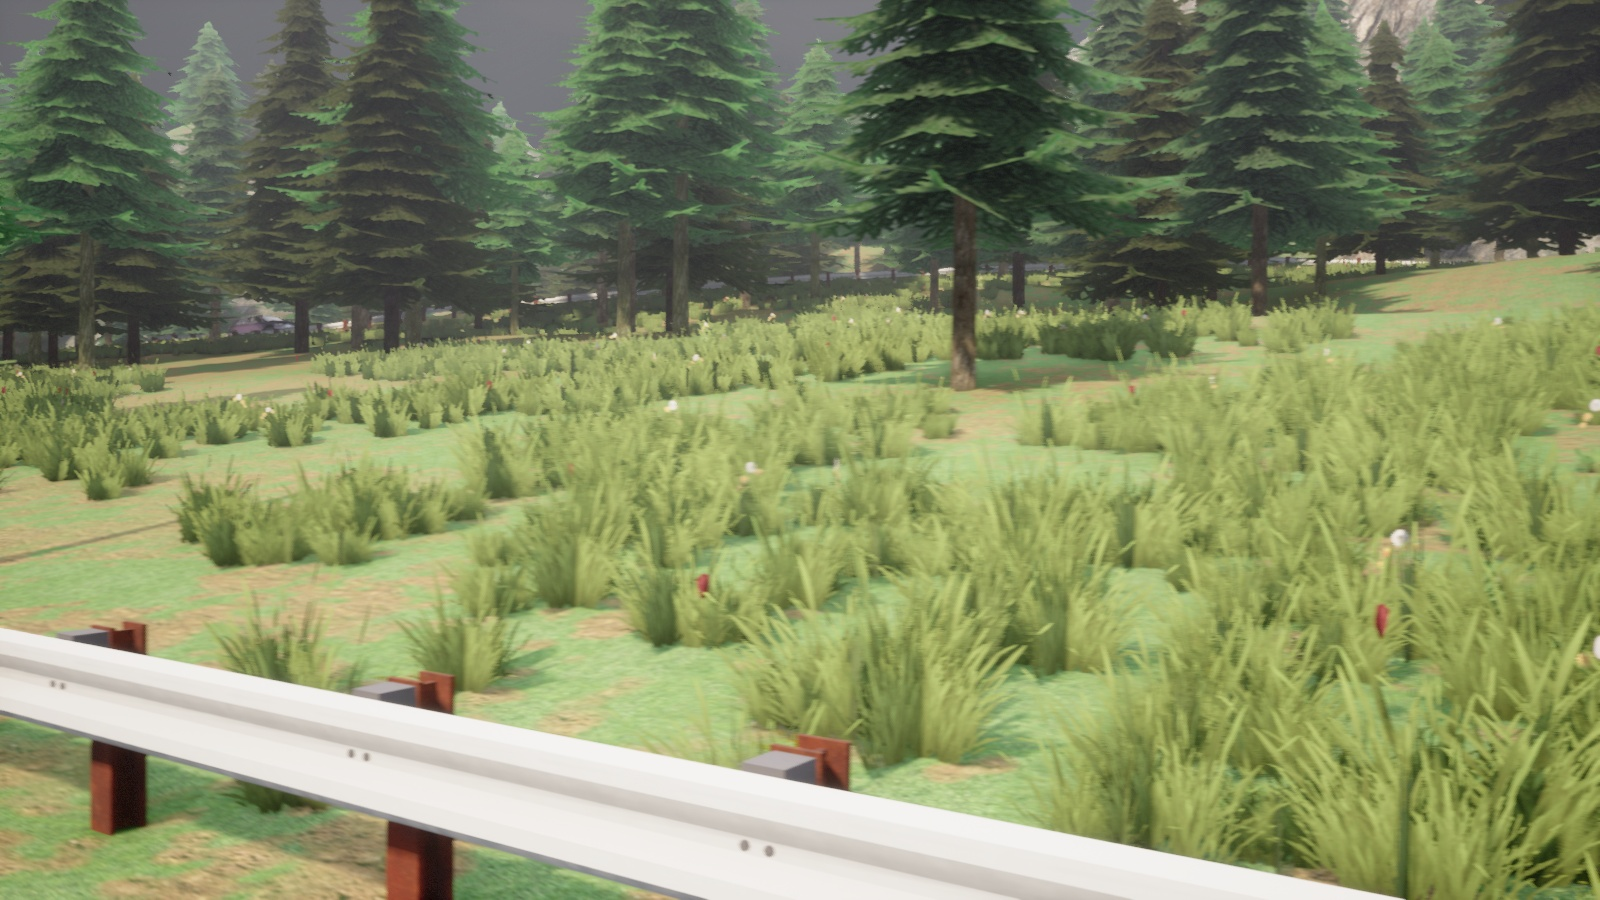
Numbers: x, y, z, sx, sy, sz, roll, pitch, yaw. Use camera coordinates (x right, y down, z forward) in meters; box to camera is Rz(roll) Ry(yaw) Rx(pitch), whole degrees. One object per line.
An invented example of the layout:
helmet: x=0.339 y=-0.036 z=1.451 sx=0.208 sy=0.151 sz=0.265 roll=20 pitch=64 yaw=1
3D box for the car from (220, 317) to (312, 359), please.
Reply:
car: x=-29.510 y=-6.147 z=69.386 sx=4.856 sy=1.649 sz=2.033 roll=-5 pitch=-1 yaw=29
